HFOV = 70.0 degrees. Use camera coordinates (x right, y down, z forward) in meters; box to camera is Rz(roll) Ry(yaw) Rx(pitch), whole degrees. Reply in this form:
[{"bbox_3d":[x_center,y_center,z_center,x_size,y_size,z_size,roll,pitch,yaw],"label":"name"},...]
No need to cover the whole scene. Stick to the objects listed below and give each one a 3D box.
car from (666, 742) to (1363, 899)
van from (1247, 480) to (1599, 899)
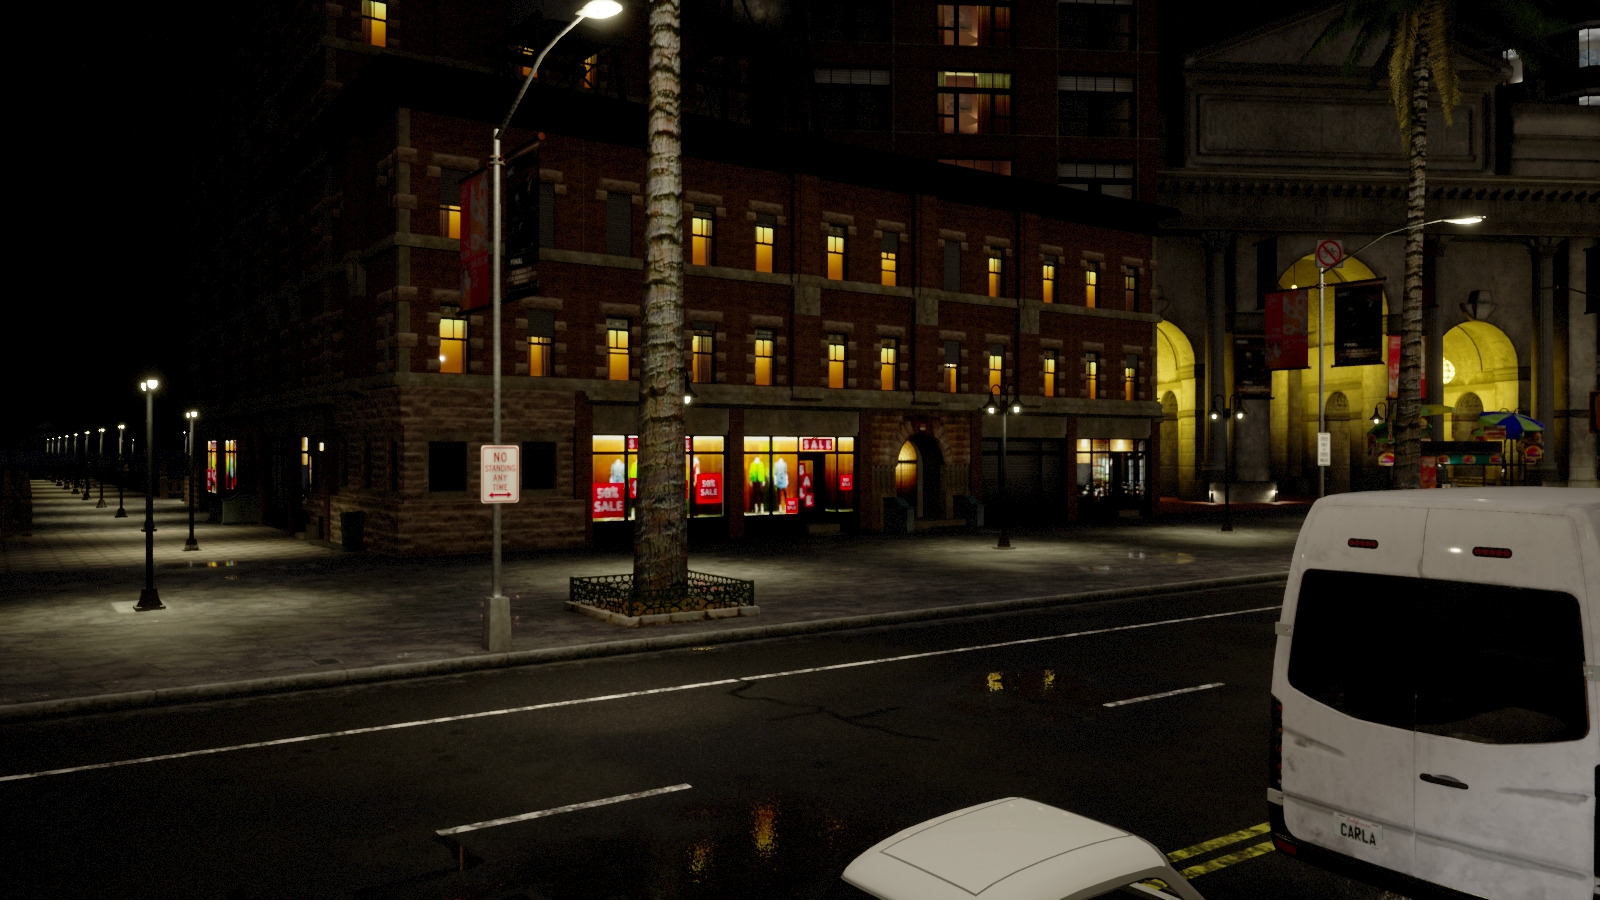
[{"bbox_3d":[0.827,2.120,4.347,2.207,1.376,1.481,0,0,-35],"label":"car"},{"bbox_3d":[5.722,1.534,7.821,5.915,2.561,1.988,0,0,-35],"label":"van"}]
